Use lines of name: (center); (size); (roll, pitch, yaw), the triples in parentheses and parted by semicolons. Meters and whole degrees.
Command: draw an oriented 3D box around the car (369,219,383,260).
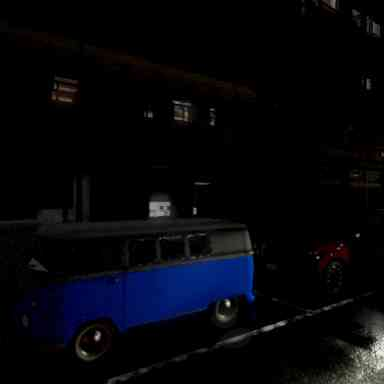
car: (8.413, 1.658, 12.087); (4.206, 1.307, 1.802); (0, 0, -35)

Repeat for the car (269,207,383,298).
car: (3.821, 1.359, 8.813); (5.009, 1.841, 2.192); (0, 0, -35)

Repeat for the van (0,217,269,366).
van: (-0.772, 1.354, 5.539); (3.998, 1.788, 1.690); (0, 0, -35)
